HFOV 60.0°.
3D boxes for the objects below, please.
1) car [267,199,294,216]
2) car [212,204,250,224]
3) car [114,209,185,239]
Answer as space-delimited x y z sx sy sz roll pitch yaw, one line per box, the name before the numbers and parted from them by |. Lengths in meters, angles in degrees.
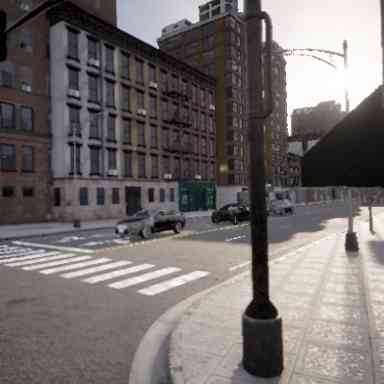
car | 9.196 1.585 35.390 2.097 1.767 4.553 -2 -1 35
car | 3.492 1.718 27.336 1.882 1.535 5.008 -2 -1 35
car | -2.303 1.738 19.162 2.128 1.511 4.902 -2 -1 34
